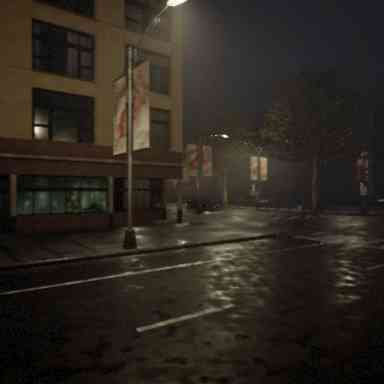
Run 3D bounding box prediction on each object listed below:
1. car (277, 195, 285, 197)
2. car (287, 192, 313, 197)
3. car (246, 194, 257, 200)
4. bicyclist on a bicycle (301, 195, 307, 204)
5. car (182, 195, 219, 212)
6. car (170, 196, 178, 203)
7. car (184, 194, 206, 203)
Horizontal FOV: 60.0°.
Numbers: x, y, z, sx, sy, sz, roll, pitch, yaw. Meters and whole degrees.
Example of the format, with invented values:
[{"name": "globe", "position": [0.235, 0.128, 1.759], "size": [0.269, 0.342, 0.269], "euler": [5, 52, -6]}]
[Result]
[{"name": "car", "position": [23.330, 1.368, 87.277], "size": [1.895, 1.301, 4.718], "euler": [0, 0, -36]}, {"name": "car", "position": [24.155, 1.235, 73.345], "size": [2.002, 1.452, 4.674], "euler": [0, 0, -36]}, {"name": "car", "position": [13.679, 1.334, 80.828], "size": [2.161, 1.482, 4.786], "euler": [0, 0, -36]}, {"name": "bicyclist on a bicycle", "position": [18.372, 1.237, 54.724], "size": [1.656, 1.620, 0.582], "euler": [0, 0, -36]}, {"name": "car", "position": [1.126, 1.472, 39.355], "size": [1.837, 1.490, 4.892], "euler": [0, 0, -36]}, {"name": "car", "position": [-2.322, 1.457, 63.997], "size": [1.837, 1.490, 4.892], "euler": [0, 0, -36]}, {"name": "car", "position": [0.537, 1.299, 66.017], "size": [2.097, 1.767, 4.553], "euler": [0, 0, -36]}]
